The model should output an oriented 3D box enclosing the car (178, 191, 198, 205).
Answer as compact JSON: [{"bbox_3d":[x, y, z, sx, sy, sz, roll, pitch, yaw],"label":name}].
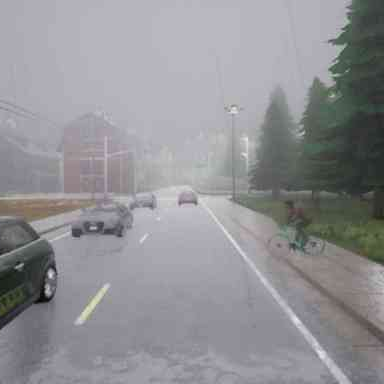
[{"bbox_3d":[-0.442,0.585,34.225,1.994,1.385,4.181,0,2,-1],"label":"car"}]

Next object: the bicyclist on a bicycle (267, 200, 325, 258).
[{"bbox_3d":[2.920,1.036,9.357,1.656,1.620,0.582,-2,2,-1],"label":"bicyclist on a bicycle"}]

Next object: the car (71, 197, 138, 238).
[{"bbox_3d":[-3.821,1.147,14.806,1.994,1.385,4.181,0,2,-1],"label":"car"}]

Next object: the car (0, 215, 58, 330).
[{"bbox_3d":[-3.654,1.225,4.601,2.097,1.767,4.553,0,2,-1],"label":"car"}]

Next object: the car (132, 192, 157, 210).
[{"bbox_3d":[-4.025,0.725,28.331,1.812,1.442,4.674,0,2,-1],"label":"car"}]
